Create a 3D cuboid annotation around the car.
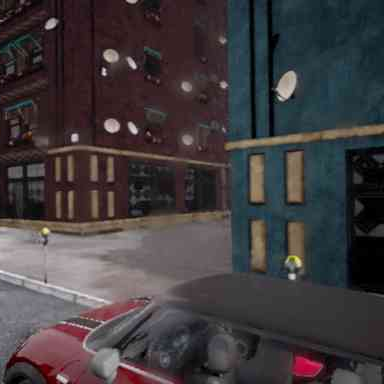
[{"bbox_3d":[0.218,1.440,2.737,4.097,1.590,1.967,0,-1,36],"label":"car"}]
